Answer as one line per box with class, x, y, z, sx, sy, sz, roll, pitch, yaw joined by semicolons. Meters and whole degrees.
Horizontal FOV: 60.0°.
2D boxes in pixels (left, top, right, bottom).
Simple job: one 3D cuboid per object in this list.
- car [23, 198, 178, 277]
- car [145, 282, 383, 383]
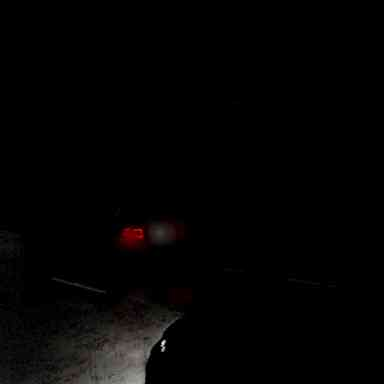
car;-3.025;1.207;10.455;5.566;2.045;2.150;0;0;36
car;1.588;1.564;2.907;4.181;1.385;1.994;0;0;35
